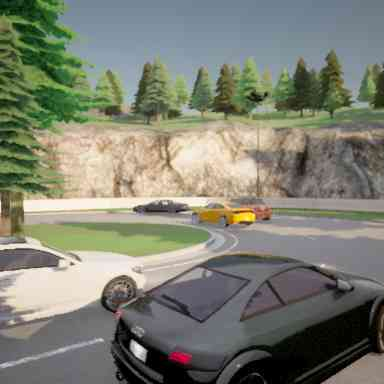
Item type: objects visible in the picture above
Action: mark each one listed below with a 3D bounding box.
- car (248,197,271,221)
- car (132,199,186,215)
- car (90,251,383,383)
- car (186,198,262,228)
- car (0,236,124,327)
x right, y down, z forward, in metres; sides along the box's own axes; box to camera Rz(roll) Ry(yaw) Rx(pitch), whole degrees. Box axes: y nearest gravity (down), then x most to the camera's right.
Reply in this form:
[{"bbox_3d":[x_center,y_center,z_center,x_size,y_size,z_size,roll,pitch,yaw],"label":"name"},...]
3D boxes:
[{"bbox_3d":[3.544,1.220,24.774,2.097,1.767,4.553,-1,1,-40],"label":"car"},{"bbox_3d":[-2.988,1.425,32.080,5.357,1.411,2.033,0,0,12],"label":"car"},{"bbox_3d":[1.052,1.539,4.552,4.181,1.385,1.994,-1,0,-37],"label":"car"},{"bbox_3d":[1.879,1.371,21.495,1.882,1.535,5.008,1,0,-32],"label":"car"},{"bbox_3d":[-3.094,1.521,5.878,4.674,1.442,1.812,0,0,-37],"label":"car"}]
